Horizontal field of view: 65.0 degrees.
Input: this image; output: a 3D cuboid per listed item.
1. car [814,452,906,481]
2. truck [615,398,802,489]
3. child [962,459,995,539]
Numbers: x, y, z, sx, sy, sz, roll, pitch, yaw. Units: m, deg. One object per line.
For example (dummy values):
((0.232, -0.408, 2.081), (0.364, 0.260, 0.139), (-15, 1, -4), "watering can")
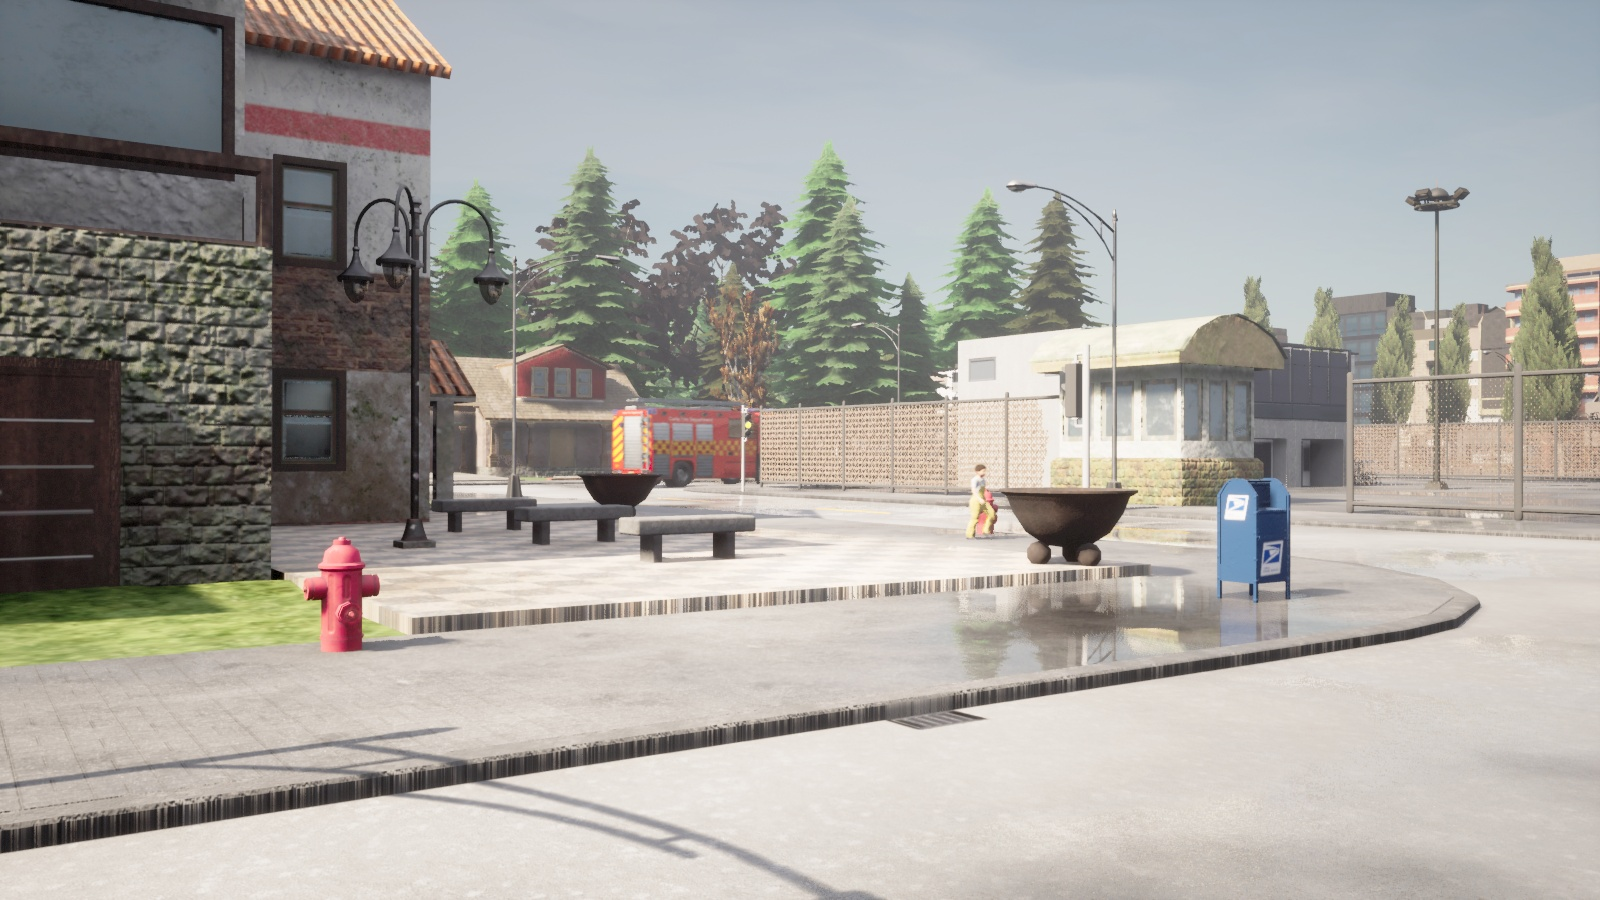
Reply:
((3.182, 0.847, 66.232), (4.514, 1.525, 2.007), (0, 0, -35), "car")
((-3.972, -0.273, 56.360), (8.468, 3.827, 2.891), (0, 0, -44), "truck")
((2.861, 0.776, 20.129), (0.437, 1.263, 0.270), (0, 0, 42), "child")
